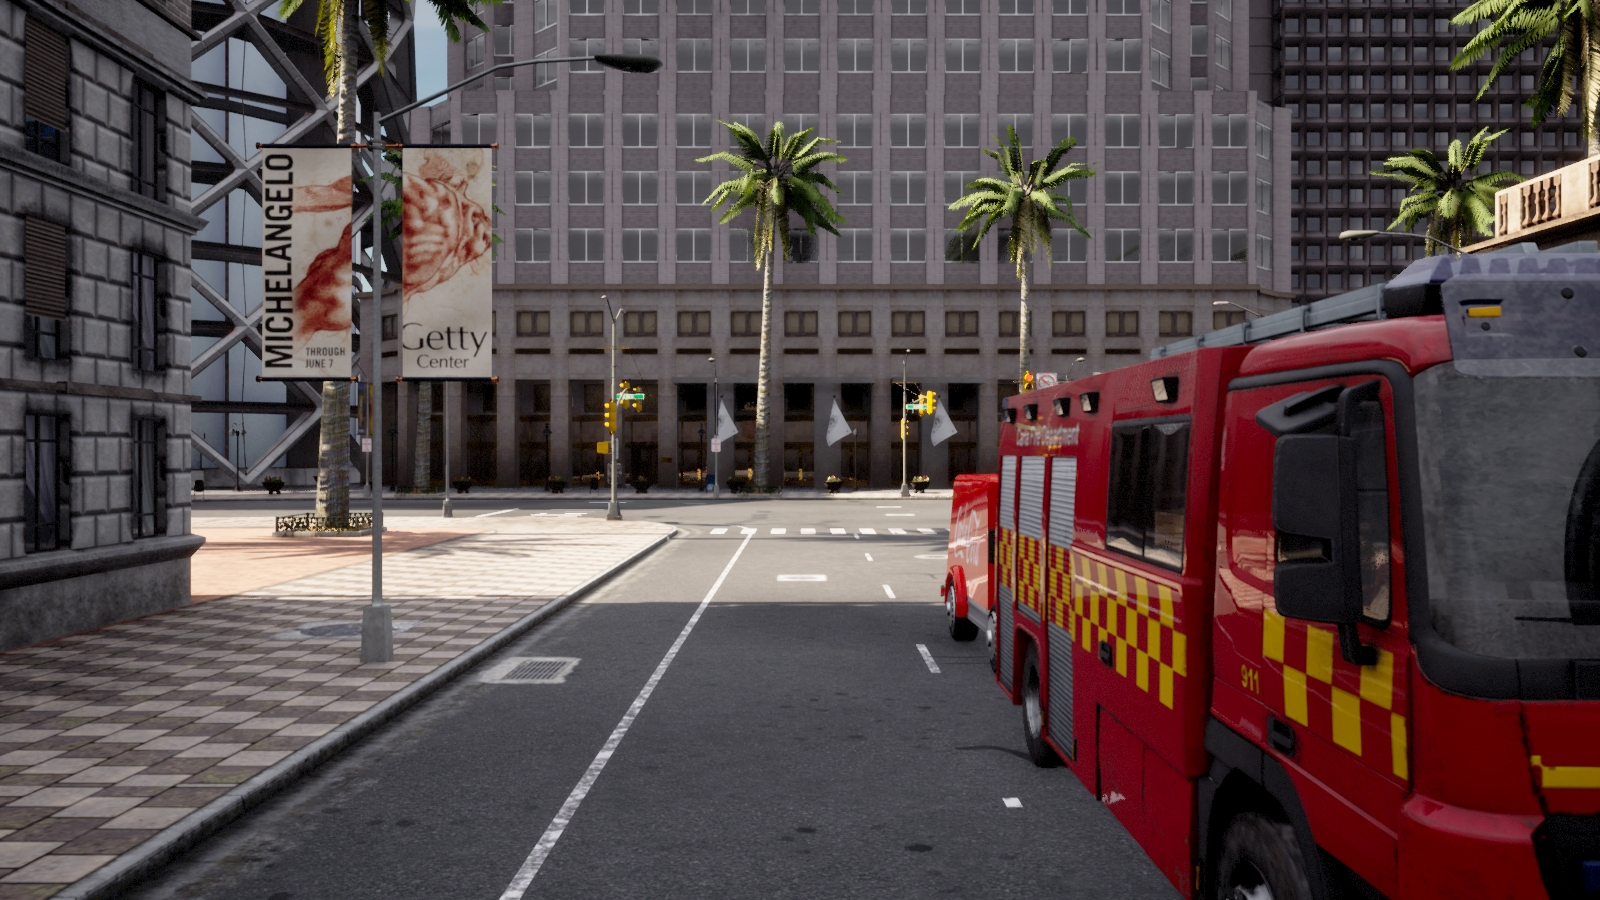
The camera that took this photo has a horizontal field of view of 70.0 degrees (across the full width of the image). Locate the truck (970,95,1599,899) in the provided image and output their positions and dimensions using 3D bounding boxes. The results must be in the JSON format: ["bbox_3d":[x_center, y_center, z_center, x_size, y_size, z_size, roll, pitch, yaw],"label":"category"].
[{"bbox_3d":[3.196,0.895,7.527,2.891,3.827,8.468,0,0,0],"label":"truck"}]

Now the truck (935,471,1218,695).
[{"bbox_3d":[3.477,1.575,15.696,2.627,2.467,5.204,0,0,0],"label":"truck"}]
